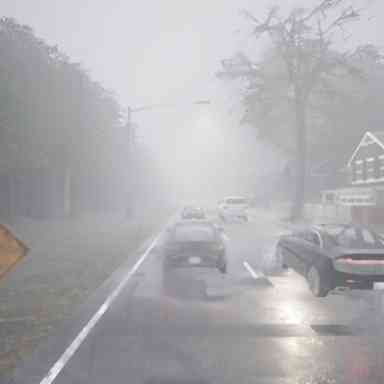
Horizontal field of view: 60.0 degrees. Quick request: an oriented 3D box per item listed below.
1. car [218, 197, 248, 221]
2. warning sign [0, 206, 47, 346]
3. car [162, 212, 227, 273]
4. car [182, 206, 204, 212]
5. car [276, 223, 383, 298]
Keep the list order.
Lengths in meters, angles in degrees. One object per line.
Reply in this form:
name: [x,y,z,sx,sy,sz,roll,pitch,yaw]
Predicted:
car: [3.584,1.469,29.860,2.150,2.045,5.566,0,0,0]
warning sign: [-3.064,1.158,5.005,1.300,1.860,1.060,-1,-1,0]
car: [0.078,1.616,10.888,1.812,1.442,4.674,0,0,0]
car: [0.082,1.842,29.052,1.895,1.301,4.718,0,0,0]
car: [3.572,1.565,8.675,2.128,1.511,4.902,0,0,0]
